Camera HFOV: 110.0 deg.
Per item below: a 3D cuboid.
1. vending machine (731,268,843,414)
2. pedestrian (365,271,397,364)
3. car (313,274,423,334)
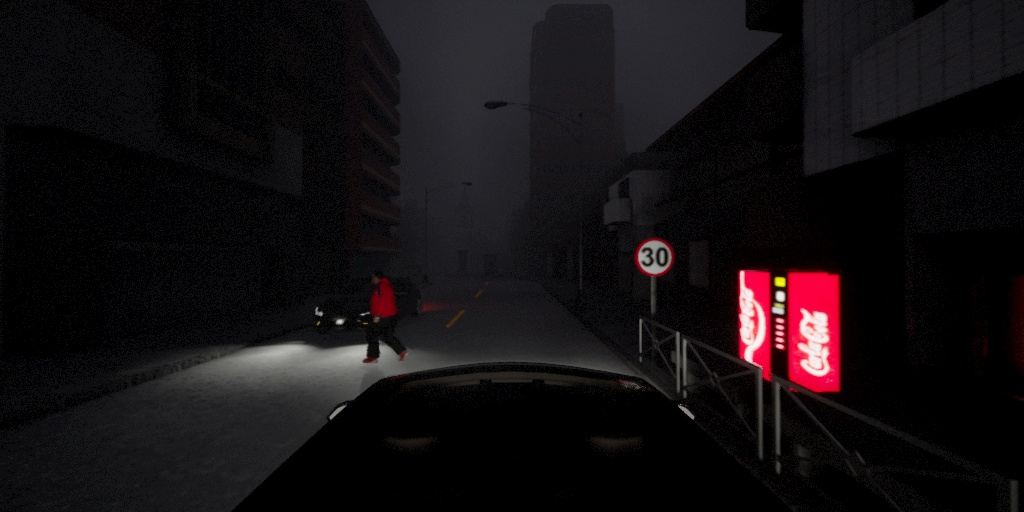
[{"bbox_3d":[4.301,1.196,5.634,1.100,2.100,0.880,0,0,0],"label":"vending machine"},{"bbox_3d":[-2.478,1.083,6.796,0.375,1.860,0.375,0,0,0],"label":"pedestrian"},{"bbox_3d":[-4.093,1.326,10.960,1.837,1.490,4.892,0,0,0],"label":"car"}]
